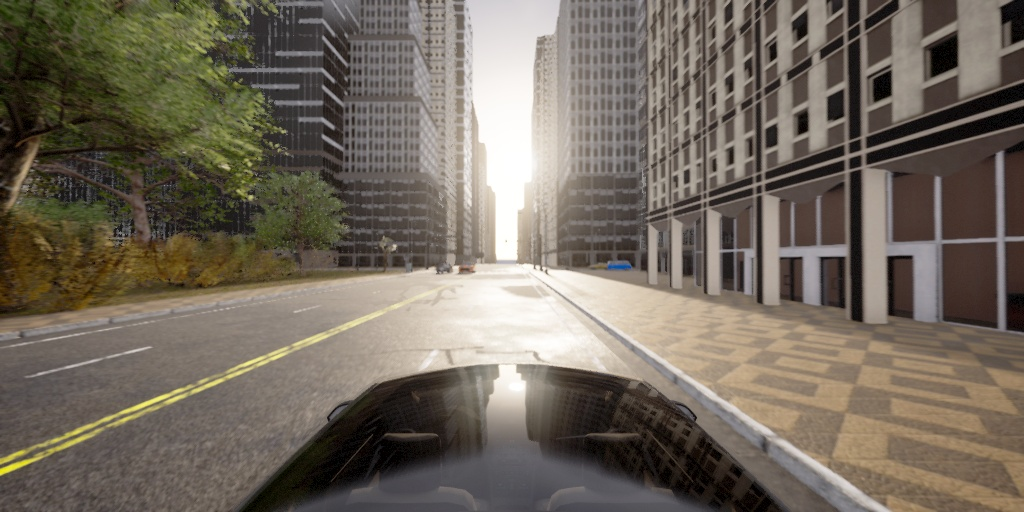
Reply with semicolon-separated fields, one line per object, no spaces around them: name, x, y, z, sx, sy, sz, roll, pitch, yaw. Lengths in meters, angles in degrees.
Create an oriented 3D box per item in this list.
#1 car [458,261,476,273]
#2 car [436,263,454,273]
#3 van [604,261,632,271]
car;-6.517;1.597;52.247;2.097;1.767;4.553;0;-1;0
car;-9.764;1.741;52.399;2.128;1.511;4.902;0;-1;0
van;18.363;1.718;61.465;3.998;1.789;1.690;0;0;2
